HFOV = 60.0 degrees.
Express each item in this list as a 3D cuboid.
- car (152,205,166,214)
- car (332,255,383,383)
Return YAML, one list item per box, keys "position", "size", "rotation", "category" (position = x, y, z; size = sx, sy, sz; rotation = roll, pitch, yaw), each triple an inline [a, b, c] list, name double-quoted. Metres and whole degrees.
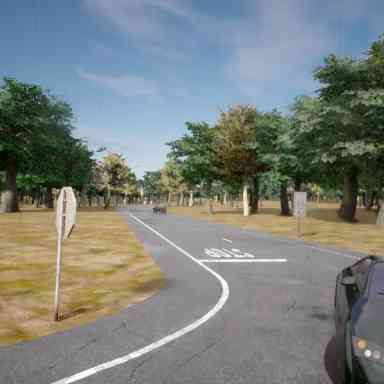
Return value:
- position: [-5.596, 2.958, 56.860]
  size: [1.882, 1.535, 5.008]
  rotation: [3, -2, -14]
  category: "car"
- position: [3.076, 1.642, 4.582]
  size: [1.994, 1.385, 4.181]
  rotation: [1, -1, 22]
  category: "car"
